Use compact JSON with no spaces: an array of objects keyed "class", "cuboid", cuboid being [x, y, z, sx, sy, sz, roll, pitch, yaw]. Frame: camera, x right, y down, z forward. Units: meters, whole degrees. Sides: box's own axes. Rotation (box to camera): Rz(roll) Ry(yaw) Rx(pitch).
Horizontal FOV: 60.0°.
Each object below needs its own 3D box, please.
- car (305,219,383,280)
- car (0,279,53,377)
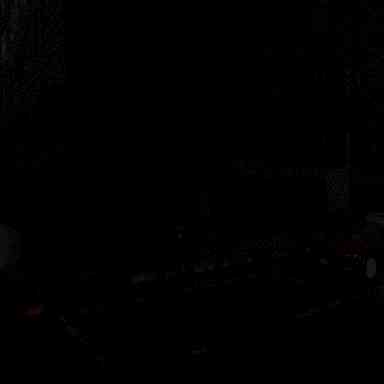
[{"class":"car","cuboid":[5.223,1.544,9.914,4.507,1.381,1.887,0,0,-35]},{"class":"car","cuboid":[-3.751,1.582,3.513,4.206,1.307,1.802,0,0,-35]}]
